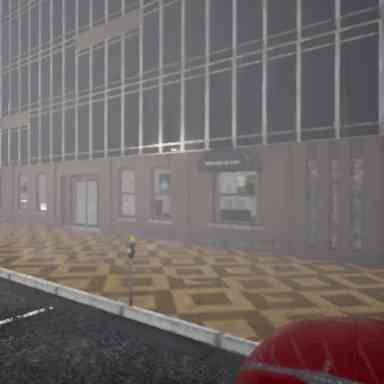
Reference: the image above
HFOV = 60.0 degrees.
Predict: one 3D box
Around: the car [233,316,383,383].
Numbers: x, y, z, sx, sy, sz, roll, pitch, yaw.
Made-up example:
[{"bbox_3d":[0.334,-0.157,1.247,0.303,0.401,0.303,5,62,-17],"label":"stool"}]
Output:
[{"bbox_3d":[2.445,1.326,1.136,5.009,1.841,2.192,1,0,35],"label":"car"}]
